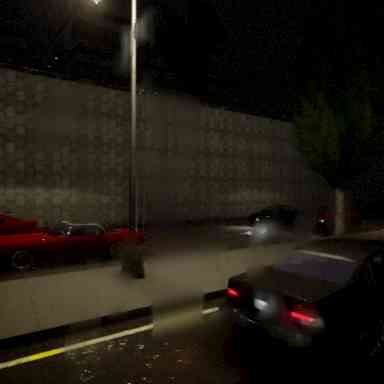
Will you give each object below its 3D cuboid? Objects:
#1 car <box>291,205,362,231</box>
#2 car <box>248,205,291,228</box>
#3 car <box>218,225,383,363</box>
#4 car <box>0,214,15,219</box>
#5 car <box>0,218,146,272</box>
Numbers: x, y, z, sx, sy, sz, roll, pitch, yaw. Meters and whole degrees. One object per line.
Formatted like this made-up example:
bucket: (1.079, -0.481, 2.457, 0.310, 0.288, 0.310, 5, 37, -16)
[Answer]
car: (8.184, 1.526, 19.535, 4.674, 1.442, 1.812, 0, 0, -36)
car: (5.739, 1.565, 22.096, 4.181, 1.385, 1.994, 0, 0, -35)
car: (2.973, 1.548, 5.870, 5.357, 1.411, 2.033, 0, 0, -35)
car: (-8.314, 1.479, 12.182, 5.008, 1.535, 1.882, 0, 0, -35)
car: (-4.036, 1.602, 10.932, 4.718, 1.301, 1.895, 0, 0, -35)
